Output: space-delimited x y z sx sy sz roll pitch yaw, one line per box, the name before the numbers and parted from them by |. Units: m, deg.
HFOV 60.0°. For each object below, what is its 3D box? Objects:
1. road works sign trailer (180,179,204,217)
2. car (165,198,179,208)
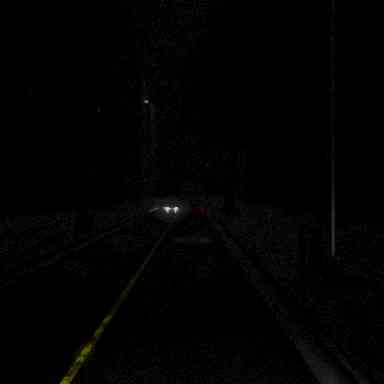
road works sign trailer | 0.003 0.545 32.835 2.380 3.560 2.880 0 0 0
car | -3.066 1.690 51.751 1.994 1.385 4.181 0 0 0
